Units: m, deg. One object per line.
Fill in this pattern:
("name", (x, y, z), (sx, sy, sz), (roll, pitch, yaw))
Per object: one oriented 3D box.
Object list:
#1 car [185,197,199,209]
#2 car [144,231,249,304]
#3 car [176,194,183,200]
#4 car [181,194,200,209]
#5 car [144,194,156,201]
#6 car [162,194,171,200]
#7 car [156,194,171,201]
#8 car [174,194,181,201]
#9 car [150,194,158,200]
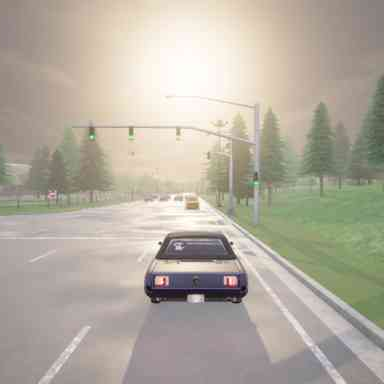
("car", (0.022, 1.576, 49.784), (2.033, 1.411, 5.357), (-1, 1, 1))
("car", (0.093, 1.601, 8.116), (1.895, 1.301, 4.718), (0, 0, 0))
("car", (-3.344, 1.356, 90.830), (1.812, 1.442, 4.674), (0, 0, 0))
("car", (-0.054, 1.086, 46.294), (1.882, 1.535, 5.008), (-3, 17, -3))
("car", (-10.362, 1.531, 80.422), (2.033, 1.411, 5.357), (0, 0, 0))
("car", (-6.844, 1.372, 90.836), (2.033, 1.411, 5.357), (0, 0, 0))
("car", (-6.862, 1.531, 80.416), (2.033, 1.411, 5.357), (0, 0, 0))
("car", (-3.361, 1.545, 80.827), (1.994, 1.385, 4.181), (0, 0, 0))
("car", (-10.344, 1.332, 90.842), (1.837, 1.490, 4.892), (0, 0, 0))
